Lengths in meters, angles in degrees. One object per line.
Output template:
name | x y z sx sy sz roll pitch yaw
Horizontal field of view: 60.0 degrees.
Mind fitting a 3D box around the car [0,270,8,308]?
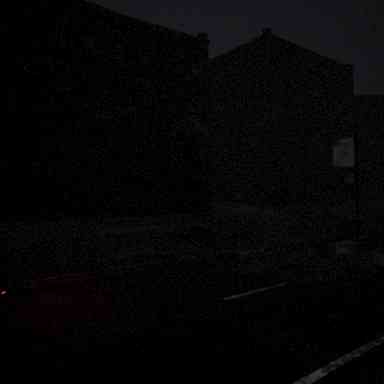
car | -5.289 1.506 4.482 4.902 1.511 2.128 0 0 -35
